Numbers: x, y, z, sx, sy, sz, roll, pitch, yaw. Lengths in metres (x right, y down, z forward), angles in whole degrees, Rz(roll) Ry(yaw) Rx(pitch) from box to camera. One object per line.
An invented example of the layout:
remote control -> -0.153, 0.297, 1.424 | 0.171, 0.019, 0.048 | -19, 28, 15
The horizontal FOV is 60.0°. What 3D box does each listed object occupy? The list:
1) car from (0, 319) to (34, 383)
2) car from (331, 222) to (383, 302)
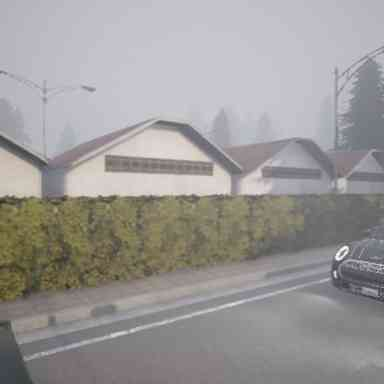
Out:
car -> -3.382, 1.585, 1.598 | 4.718, 1.301, 1.895 | 0, 0, -35
car -> 5.264, 1.336, 7.690 | 4.553, 1.767, 2.097 | 0, 0, -35
